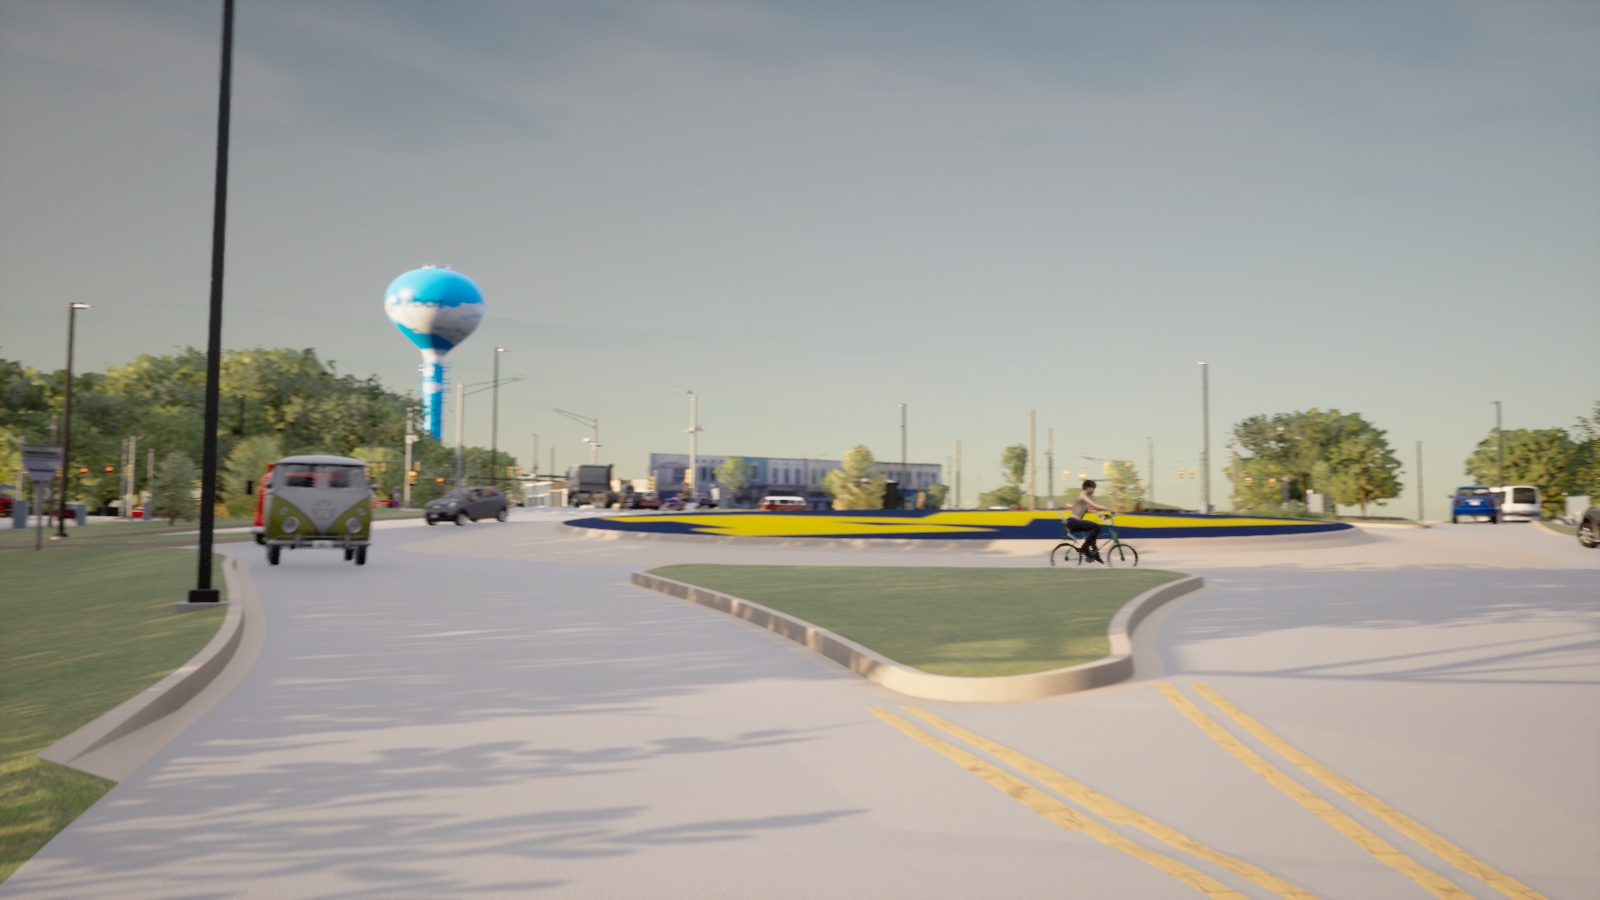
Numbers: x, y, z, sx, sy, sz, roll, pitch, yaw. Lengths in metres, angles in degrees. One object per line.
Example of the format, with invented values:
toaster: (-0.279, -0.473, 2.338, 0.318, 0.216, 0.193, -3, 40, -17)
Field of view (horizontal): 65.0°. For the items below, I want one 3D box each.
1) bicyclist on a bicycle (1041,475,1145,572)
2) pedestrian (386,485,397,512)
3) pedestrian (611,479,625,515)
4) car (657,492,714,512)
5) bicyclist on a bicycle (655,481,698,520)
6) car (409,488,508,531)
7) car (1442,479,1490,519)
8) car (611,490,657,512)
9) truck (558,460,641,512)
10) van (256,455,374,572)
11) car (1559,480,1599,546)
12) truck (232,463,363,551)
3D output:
bicyclist on a bicycle: (4.953, 1.255, 21.320, 1.509, 1.612, 0.866, 0, -5, -2)
pedestrian: (-30.142, 3.591, 92.594, 0.659, 1.952, 0.873, 2, -5, -25)
pedestrian: (-9.807, 2.516, 67.737, 0.692, 1.930, 0.396, 0, -4, 0)
car: (-7.741, 3.522, 84.489, 1.895, 1.301, 4.718, 3, -3, -32)
bicyclist on a bicycle: (-5.814, 2.373, 59.031, 1.843, 1.776, 0.659, 0, -4, -27)
car: (-13.623, 2.353, 50.298, 1.845, 1.501, 3.633, -2, 0, 26)
car: (36.235, 2.658, 68.421, 2.150, 2.045, 5.566, -2, -3, 27)
car: (-12.162, 3.762, 91.777, 1.970, 1.475, 3.806, 2, -4, -30)
truck: (-14.324, 2.646, 89.321, 2.891, 3.462, 7.936, 3, -4, -32)
van: (-9.256, 1.214, 23.768, 1.775, 1.987, 4.442, 2, -4, -24)
car: (24.431, 1.873, 37.022, 1.932, 1.855, 4.605, -1, 0, 10)
truck: (-15.080, 1.748, 38.033, 2.627, 2.467, 5.204, 1, -3, -10)
